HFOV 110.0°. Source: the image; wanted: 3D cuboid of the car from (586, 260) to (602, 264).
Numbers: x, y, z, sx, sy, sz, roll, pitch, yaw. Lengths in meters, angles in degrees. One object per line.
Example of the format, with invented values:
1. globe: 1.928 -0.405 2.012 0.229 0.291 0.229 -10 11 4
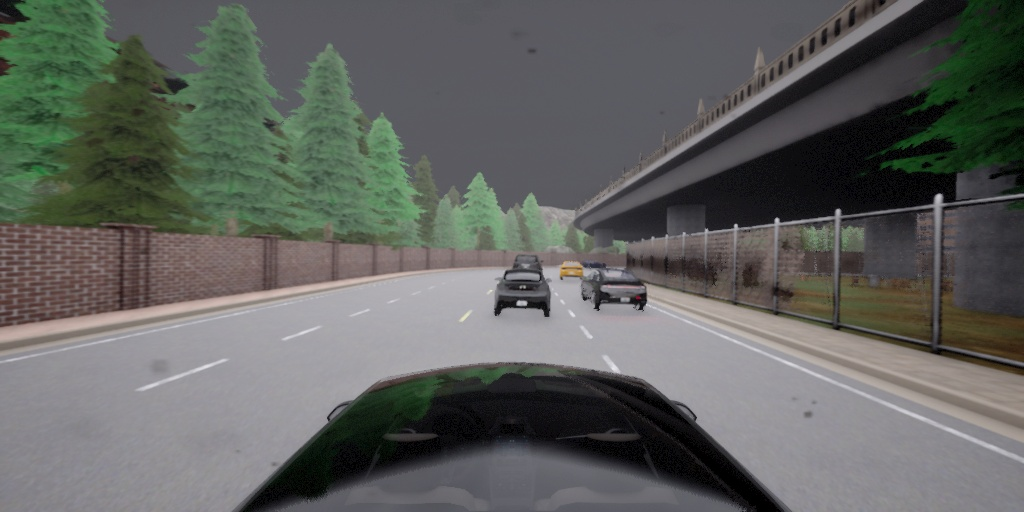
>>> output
1. car: 11.929 1.357 53.966 4.718 1.301 1.895 1 0 -36

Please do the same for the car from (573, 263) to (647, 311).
1. car: 3.977 1.263 14.636 2.128 1.511 4.902 1 0 3

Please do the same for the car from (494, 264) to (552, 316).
1. car: 0.411 1.210 13.220 1.837 1.490 4.892 1 -1 3

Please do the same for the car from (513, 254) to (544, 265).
1. car: 1.289 0.882 28.702 2.150 2.045 5.566 1 1 7

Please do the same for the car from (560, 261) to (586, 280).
1. car: 5.187 1.201 31.096 1.882 1.535 5.008 1 0 10
